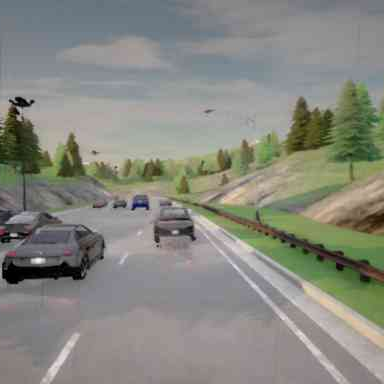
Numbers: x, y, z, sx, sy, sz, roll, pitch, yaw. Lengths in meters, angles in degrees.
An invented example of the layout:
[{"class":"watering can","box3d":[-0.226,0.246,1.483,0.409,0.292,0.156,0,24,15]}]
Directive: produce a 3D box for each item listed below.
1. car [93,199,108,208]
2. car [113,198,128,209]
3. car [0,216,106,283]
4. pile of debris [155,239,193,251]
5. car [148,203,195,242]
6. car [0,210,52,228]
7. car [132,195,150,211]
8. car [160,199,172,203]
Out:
[{"class":"car","box3d":[-14.999,1.907,54.662,1.994,1.385,4.181,-1,0,-7]},{"class":"car","box3d":[-11.185,1.746,52.128,2.128,1.511,4.902,-1,0,-7]},{"class":"car","box3d":[-3.909,1.654,10.122,1.994,1.385,4.181,-1,0,-4]},{"class":"pile of debris","box3d":[-0.765,2.192,13.773,1.500,0.140,1.860,-1,0,-5]},{"class":"car","box3d":[-0.911,1.510,16.604,2.128,1.511,4.902,-1,0,-5]},{"class":"car","box3d":[-7.943,1.708,16.818,1.812,1.442,4.674,-1,0,-4]},{"class":"car","box3d":[-6.798,1.375,44.420,2.150,2.045,5.566,-1,0,-6]},{"class":"car","box3d":[-4.106,1.691,51.988,1.895,1.301,4.718,-1,0,-7]}]
